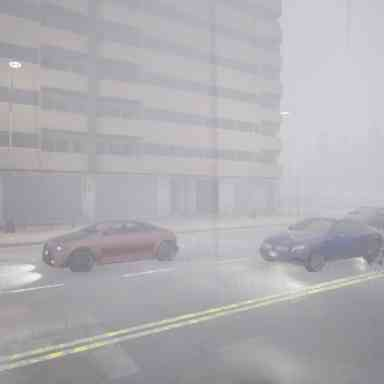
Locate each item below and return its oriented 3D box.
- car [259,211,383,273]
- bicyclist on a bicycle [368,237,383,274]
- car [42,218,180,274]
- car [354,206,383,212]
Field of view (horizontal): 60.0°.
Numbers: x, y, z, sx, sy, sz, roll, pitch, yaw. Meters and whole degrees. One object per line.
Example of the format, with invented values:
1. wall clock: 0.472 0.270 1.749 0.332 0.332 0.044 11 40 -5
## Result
1. car: 4.308 1.525 10.811 4.674 1.442 1.812 0 0 -32
2. bicyclist on a bicycle: 5.431 1.455 8.757 0.582 1.620 1.656 0 -2 -32
3. car: -2.495 1.564 10.663 4.181 1.385 1.994 0 0 -32
4. car: 9.892 1.526 18.438 4.674 1.442 1.812 0 0 -32
